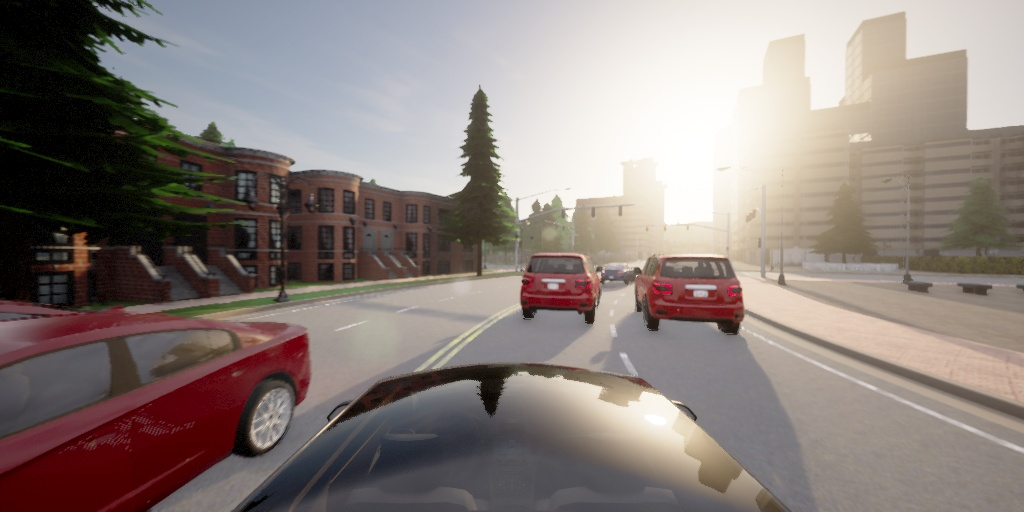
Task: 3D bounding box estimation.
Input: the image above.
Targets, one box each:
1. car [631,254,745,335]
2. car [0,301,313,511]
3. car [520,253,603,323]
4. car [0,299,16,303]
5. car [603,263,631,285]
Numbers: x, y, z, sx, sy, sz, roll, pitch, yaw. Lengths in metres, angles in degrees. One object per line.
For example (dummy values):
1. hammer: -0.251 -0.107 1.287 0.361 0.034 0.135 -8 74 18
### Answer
1. car: 5.024 0.953 10.854 2.150 2.045 5.566 0 0 15
2. car: -3.416 1.198 2.215 1.882 1.535 5.008 0 0 3
3. car: 1.833 0.918 12.269 2.150 2.045 5.566 0 0 16
4. car: -6.824 1.211 3.572 1.812 1.442 4.674 0 0 4
5. car: 7.410 1.188 25.143 1.812 1.442 4.674 1 0 27
